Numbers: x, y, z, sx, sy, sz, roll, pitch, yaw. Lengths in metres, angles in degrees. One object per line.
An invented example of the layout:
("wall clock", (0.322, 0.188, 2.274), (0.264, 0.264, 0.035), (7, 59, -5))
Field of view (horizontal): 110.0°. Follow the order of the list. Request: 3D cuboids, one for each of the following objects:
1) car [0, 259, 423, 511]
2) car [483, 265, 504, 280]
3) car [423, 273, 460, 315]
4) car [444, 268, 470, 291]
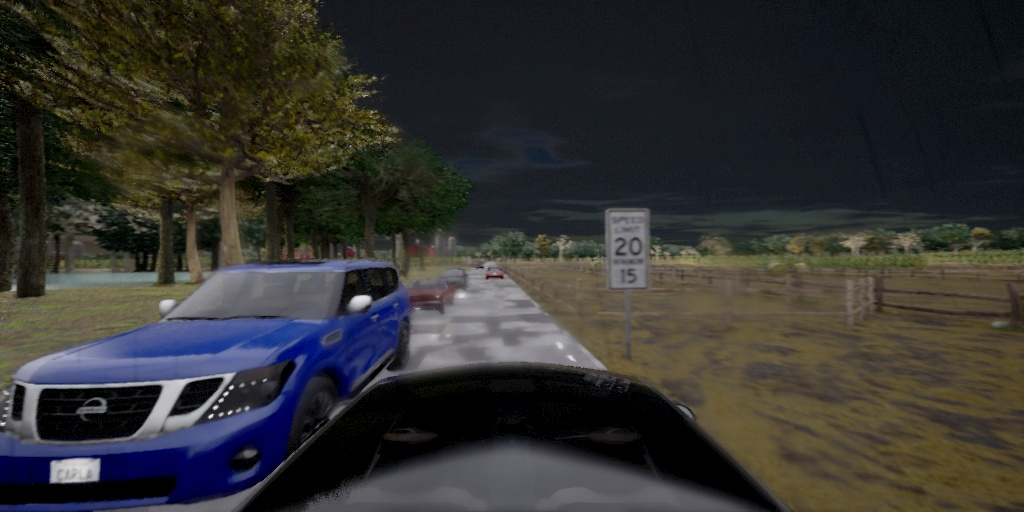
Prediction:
("car", (-2.951, 1.068, 5.060), (2.150, 2.045, 5.566), (-1, -1, -3))
("car", (-1.906, 1.871, 39.800), (1.994, 1.385, 4.181), (-1, -1, -2))
("car", (-3.496, 1.600, 15.060), (1.895, 1.301, 4.718), (-1, -1, -3))
("car", (-4.053, 1.657, 25.474), (1.837, 1.490, 4.892), (-1, -1, -3))
